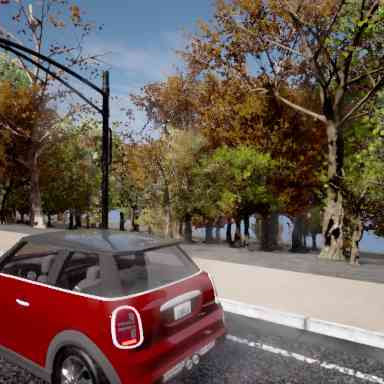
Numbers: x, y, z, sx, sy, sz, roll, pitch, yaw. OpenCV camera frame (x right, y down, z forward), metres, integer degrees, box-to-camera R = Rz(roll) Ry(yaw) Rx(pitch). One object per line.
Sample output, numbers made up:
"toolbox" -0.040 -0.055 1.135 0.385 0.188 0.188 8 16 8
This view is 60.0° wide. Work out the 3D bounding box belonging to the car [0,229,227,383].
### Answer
"car" -1.832 1.351 4.992 4.553 1.767 2.097 0 0 36
